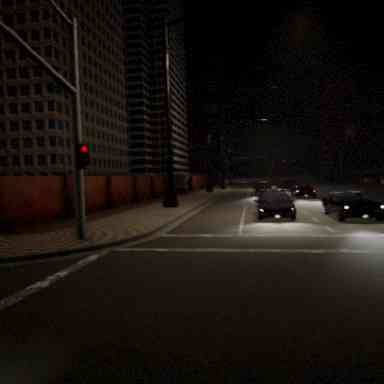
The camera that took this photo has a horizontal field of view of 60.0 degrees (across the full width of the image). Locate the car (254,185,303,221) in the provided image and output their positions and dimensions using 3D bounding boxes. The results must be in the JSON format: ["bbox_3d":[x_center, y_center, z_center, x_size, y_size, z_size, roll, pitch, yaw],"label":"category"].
[{"bbox_3d":[4.387,0.611,17.916,2.033,1.411,5.357,-1,3,10],"label":"car"}]

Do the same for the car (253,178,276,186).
[{"bbox_3d":[8.132,-0.456,38.461,2.128,1.511,4.902,-1,3,11],"label":"car"}]

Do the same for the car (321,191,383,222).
[{"bbox_3d":[7.770,0.625,16.370,1.895,1.301,4.718,-1,3,10],"label":"car"}]

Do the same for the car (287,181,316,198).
[{"bbox_3d":[10.364,-0.103,31.225,1.895,1.301,4.718,-1,3,10],"label":"car"}]

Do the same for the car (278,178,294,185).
[{"bbox_3d":[12.745,-0.819,43.758,1.837,1.490,4.892,-1,2,10],"label":"car"}]

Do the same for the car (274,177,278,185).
[{"bbox_3d":[14.231,-1.138,51.884,1.994,1.385,4.181,-1,3,10],"label":"car"}]
